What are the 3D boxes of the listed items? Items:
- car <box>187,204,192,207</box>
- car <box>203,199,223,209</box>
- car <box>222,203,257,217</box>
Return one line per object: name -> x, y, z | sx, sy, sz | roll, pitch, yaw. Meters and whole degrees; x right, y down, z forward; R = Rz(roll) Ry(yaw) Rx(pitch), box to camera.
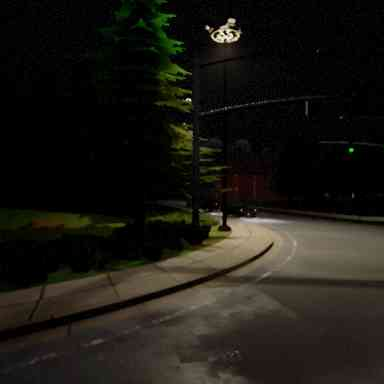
car -> 0.581, 1.731, 54.199 | 2.097, 1.767, 4.553 | 0, 0, -13
car -> 2.895, 1.542, 44.165 | 2.150, 2.045, 5.566 | 0, 0, -13
car -> 5.022, 1.863, 34.339 | 1.895, 1.301, 4.718 | 0, 0, -12
